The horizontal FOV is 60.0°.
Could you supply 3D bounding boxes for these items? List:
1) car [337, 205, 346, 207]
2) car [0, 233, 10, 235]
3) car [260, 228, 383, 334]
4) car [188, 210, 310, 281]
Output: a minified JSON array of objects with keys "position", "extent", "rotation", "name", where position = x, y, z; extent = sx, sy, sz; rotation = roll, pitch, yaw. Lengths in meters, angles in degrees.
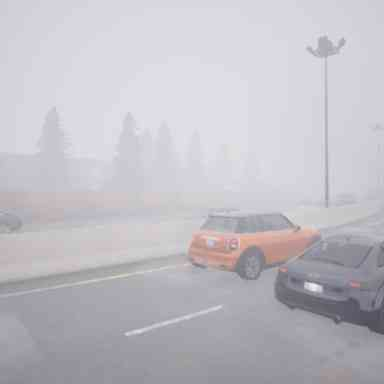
[{"position":[19.677,1.130,42.260],"extent":[2.150,2.045,5.566],"rotation":[0,0,32],"name":"car"},{"position":[-11.535,1.617,17.349],"extent":[4.892,1.490,1.837],"rotation":[-1,1,-36],"name":"car"},{"position":[3.573,1.548,6.827],"extent":[4.181,1.385,1.994],"rotation":[0,0,-39],"name":"car"},{"position":[2.108,1.352,10.157],"extent":[4.553,1.767,2.097],"rotation":[0,0,-40],"name":"car"}]
